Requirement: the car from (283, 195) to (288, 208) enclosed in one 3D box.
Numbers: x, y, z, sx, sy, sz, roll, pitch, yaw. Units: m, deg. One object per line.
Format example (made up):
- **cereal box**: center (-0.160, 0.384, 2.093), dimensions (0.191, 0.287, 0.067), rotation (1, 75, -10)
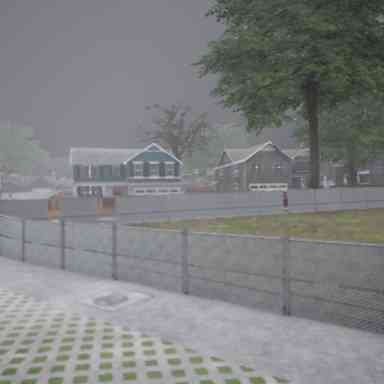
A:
- **car**: center (9.500, 0.699, 28.609), dimensions (4.718, 1.301, 1.895), rotation (-2, -1, -16)
